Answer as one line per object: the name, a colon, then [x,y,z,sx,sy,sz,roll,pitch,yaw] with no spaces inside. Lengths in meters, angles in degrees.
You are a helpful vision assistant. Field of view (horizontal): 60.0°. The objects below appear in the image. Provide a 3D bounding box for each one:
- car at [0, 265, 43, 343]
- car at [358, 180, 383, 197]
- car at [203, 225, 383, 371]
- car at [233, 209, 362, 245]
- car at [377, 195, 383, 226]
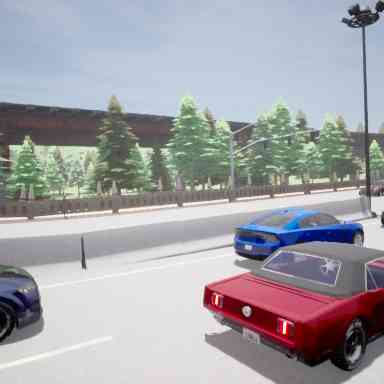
car: [-4.489,1.563,4.847,4.181,1.385,1.994,0,0,-36]
car: [19.734,-0.442,35.478,4.553,1.767,2.097,-4,2,-36]
car: [2.573,1.528,5.607,4.718,1.301,1.895,-2,1,-36]
car: [3.561,1.283,10.630,5.008,1.535,1.882,-3,2,-36]
car: [10.840,0.879,15.875,4.181,1.385,1.994,-4,2,-36]
